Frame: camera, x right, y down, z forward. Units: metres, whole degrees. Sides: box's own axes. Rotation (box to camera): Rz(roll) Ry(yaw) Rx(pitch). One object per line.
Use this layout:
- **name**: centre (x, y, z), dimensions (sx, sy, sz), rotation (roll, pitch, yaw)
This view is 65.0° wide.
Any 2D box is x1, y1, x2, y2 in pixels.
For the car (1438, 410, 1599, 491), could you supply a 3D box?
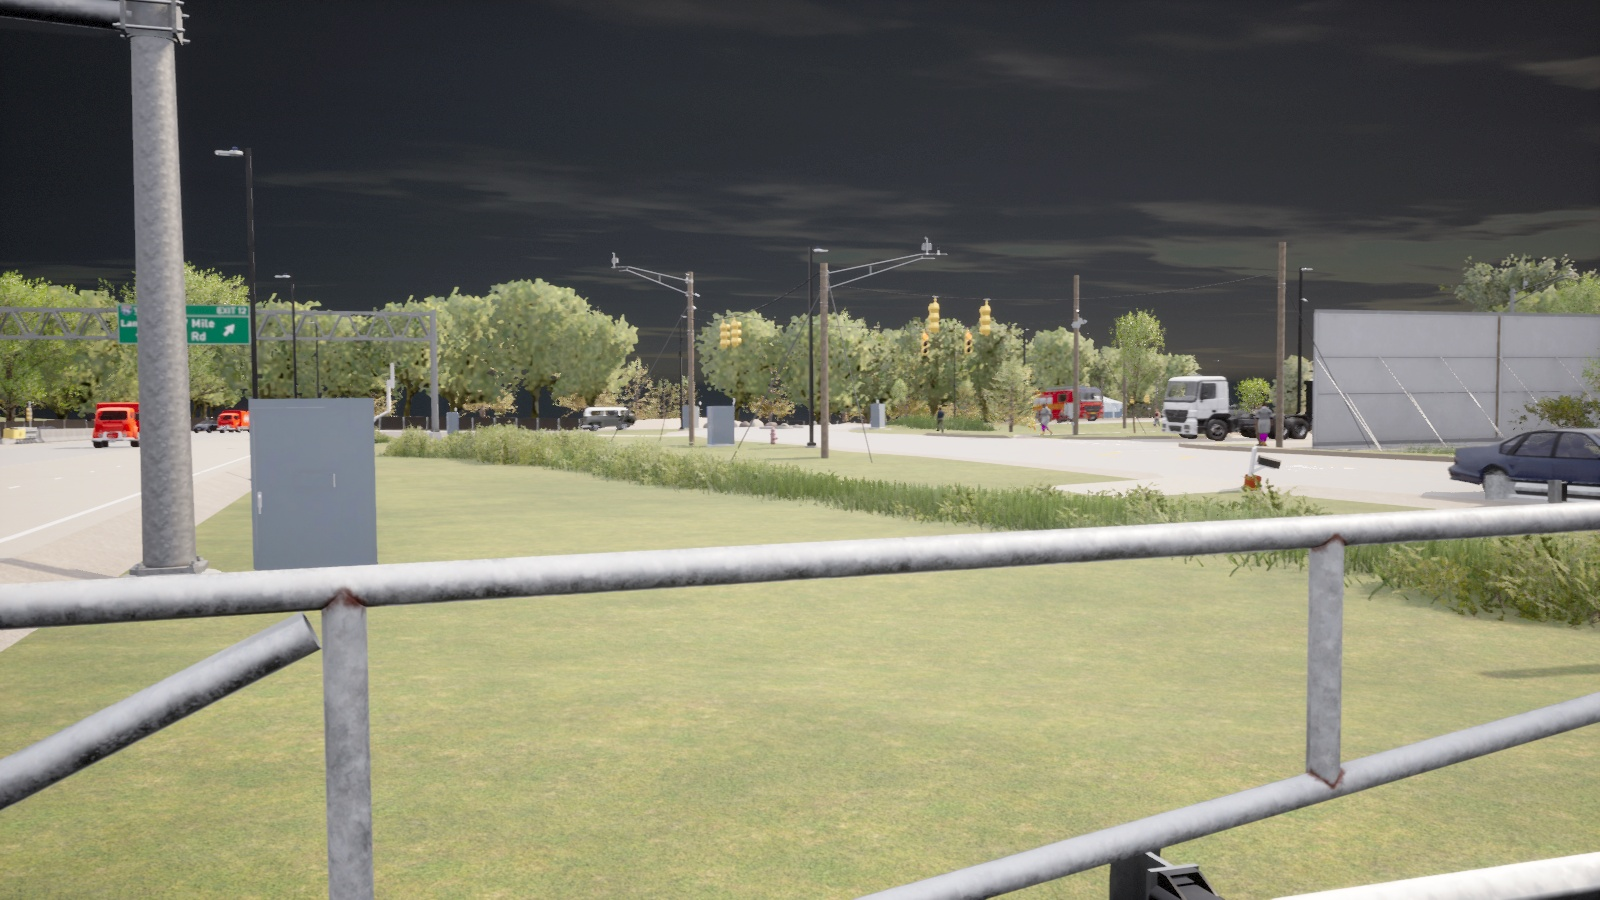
- **car**: centre (15.123, -0.033, 23.950), dimensions (2.033, 1.411, 5.357), rotation (-3, 2, -19)

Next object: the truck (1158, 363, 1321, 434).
- **truck**: centre (23.229, -2.773, 66.455), dimensions (7.936, 3.462, 2.891), rotation (-2, 3, -17)

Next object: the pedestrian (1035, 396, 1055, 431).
- **pedestrian**: centre (13.985, -2.113, 71.753), dimensions (0.873, 1.952, 0.659), rotation (-3, 3, -23)

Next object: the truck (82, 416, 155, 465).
- **truck**: centre (-37.455, -0.562, 69.208), dimensions (2.627, 2.467, 5.204), rotation (-3, 2, -19)

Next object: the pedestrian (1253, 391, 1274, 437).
- **pedestrian**: centre (20.030, -1.542, 54.273), dimensions (0.659, 1.952, 0.873), rotation (0, 4, 34)
